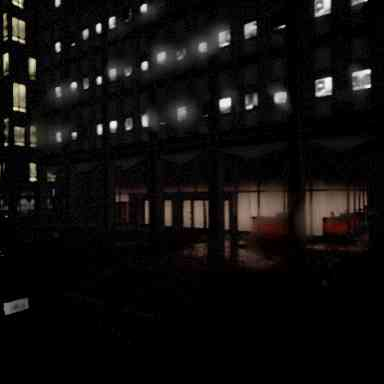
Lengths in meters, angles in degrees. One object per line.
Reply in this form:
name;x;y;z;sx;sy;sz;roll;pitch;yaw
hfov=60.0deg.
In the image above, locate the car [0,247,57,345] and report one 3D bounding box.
car;-4.107;1.632;5.802;4.313;1.339;1.947;-1;-1;35
